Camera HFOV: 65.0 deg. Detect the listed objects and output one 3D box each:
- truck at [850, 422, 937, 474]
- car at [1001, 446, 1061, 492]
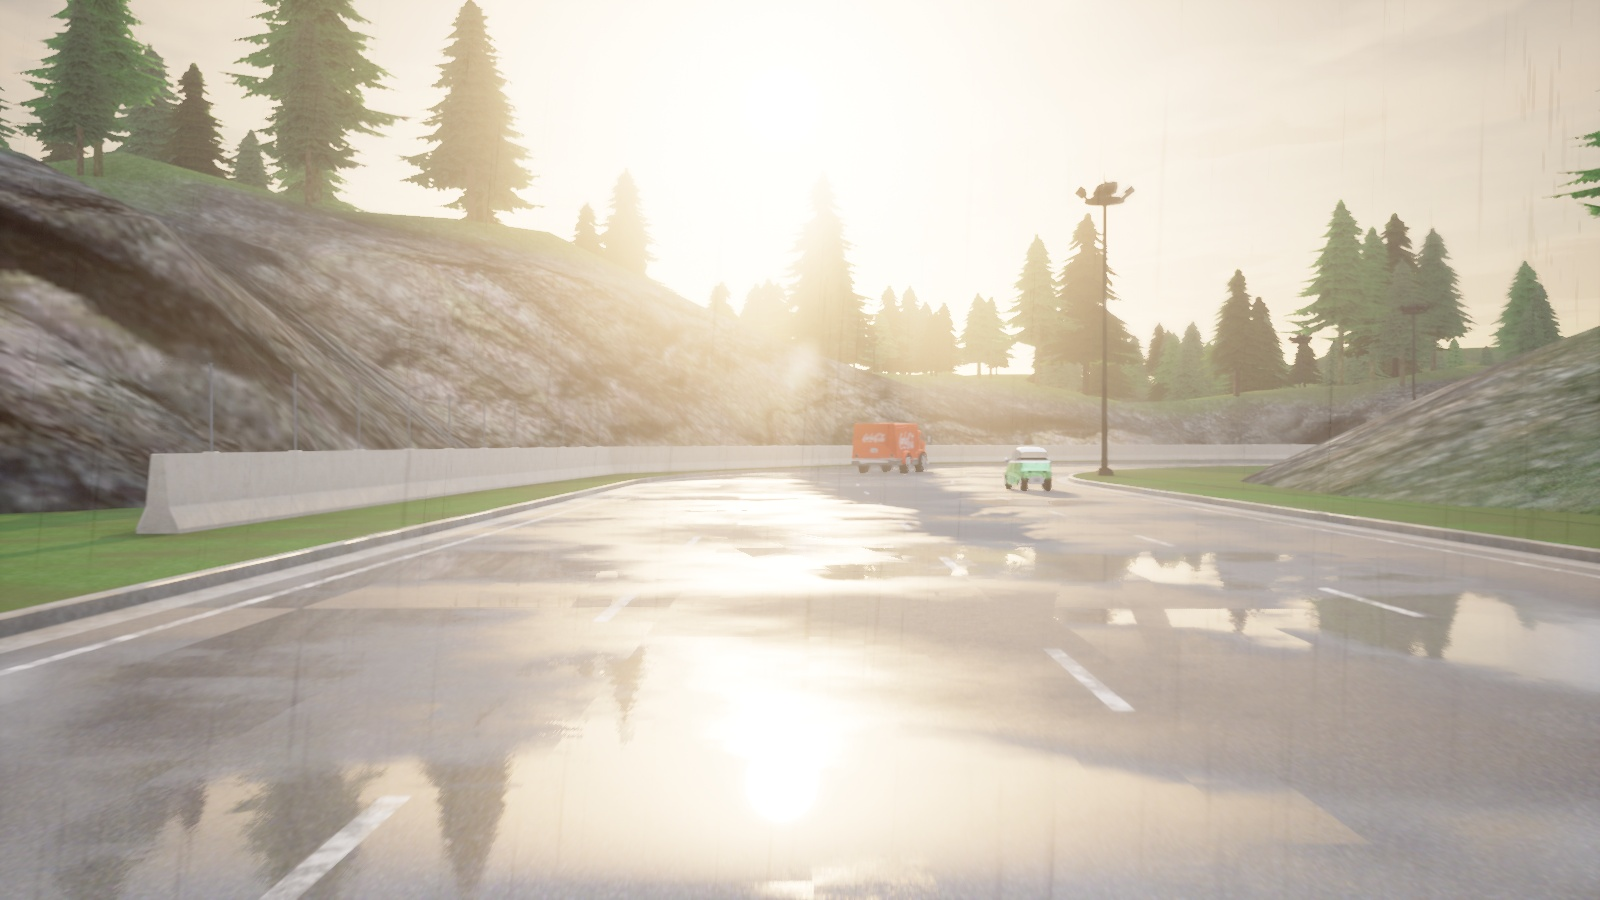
[{"bbox_3d":[4.704,-0.088,62.380,2.627,2.467,5.204,0,0,25],"label":"truck"},{"bbox_3d":[7.240,0.584,39.524,1.481,1.376,2.207,0,1,0],"label":"car"}]
